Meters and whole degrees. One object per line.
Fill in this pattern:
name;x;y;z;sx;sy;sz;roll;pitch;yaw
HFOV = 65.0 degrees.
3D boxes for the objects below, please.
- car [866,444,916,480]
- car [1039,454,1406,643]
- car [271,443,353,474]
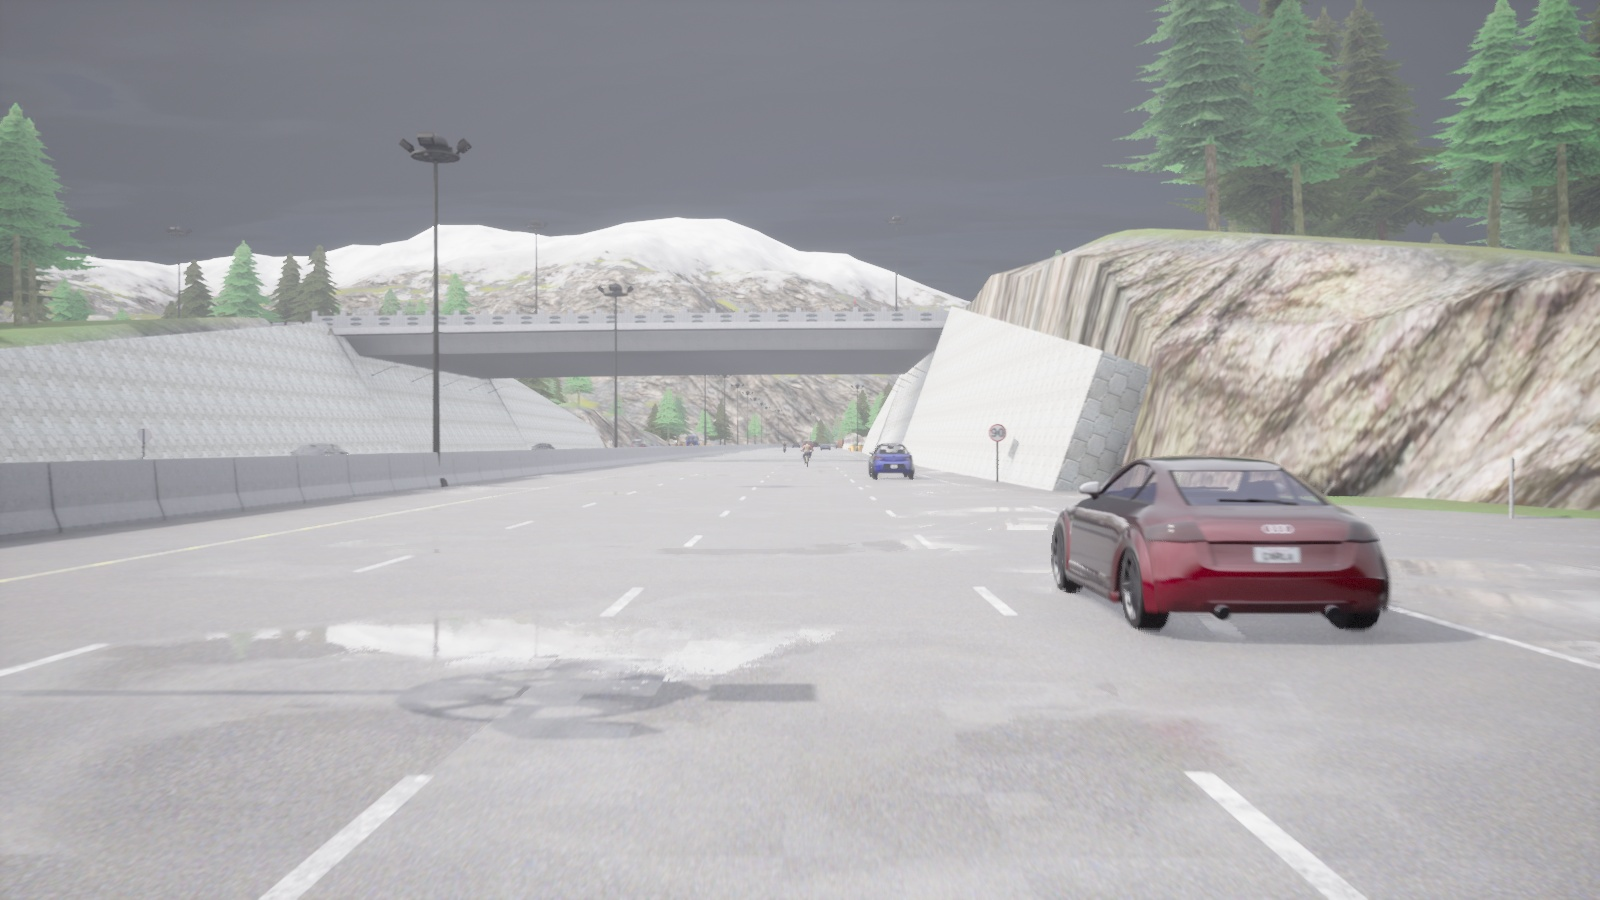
car;3.817;0.464;53.062;1.816;1.474;4.193;0;0;0
car;3.581;0.748;11.563;1.994;1.385;4.181;0;0;0
car;-24.131;0.376;62.307;2.163;1.488;4.792;0;0;0
